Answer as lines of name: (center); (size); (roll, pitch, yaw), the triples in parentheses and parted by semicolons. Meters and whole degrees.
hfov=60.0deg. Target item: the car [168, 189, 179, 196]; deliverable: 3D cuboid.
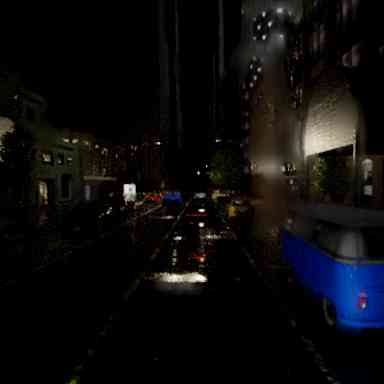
car: (-4.004, 0.070, 72.727); (1.967, 1.590, 4.097); (-1, 1, 1)

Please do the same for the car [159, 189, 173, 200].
car: (-4.385, 0.393, 56.162); (1.967, 1.590, 4.097); (-1, 1, 1)

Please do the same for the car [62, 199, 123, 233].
car: (-5.272, 1.282, 17.512); (1.947, 1.339, 4.313); (-1, 1, 1)

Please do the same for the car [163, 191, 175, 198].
car: (-4.255, 0.427, 61.686); (1.802, 1.307, 4.206); (-1, 1, 1)

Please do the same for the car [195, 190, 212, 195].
car: (1.004, 0.788, 38.819); (1.994, 1.385, 4.181); (-1, 1, 1)

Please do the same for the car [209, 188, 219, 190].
car: (3.871, 0.486, 50.620); (1.752, 1.417, 4.829); (-1, 1, 1)

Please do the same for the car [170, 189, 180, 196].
car: (-3.933, 0.088, 78.251); (1.947, 1.339, 4.313); (-1, 1, 1)

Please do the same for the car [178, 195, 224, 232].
car: (0.490, 1.154, 17.484); (1.837, 1.490, 4.892); (-1, 2, 2)

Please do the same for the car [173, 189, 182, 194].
car: (-3.781, -0.121, 87.925); (1.887, 1.381, 4.507); (-1, 1, 1)

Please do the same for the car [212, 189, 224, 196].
car: (3.613, 0.732, 39.408); (2.008, 1.369, 4.403); (-1, 1, 1)

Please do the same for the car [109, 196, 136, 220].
car: (-5.147, 1.047, 23.032); (1.967, 1.590, 4.097); (-1, 1, 1)

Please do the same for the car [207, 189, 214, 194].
car: (4.887, -0.211, 89.101); (1.802, 1.307, 4.206); (-1, 1, 1)

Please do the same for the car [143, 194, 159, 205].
car: (-4.764, 0.861, 39.600); (1.802, 1.307, 4.206); (-1, 1, 1)

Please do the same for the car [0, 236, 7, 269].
car: (-5.527, 1.481, 6.469); (1.887, 1.381, 4.507); (-1, 1, 1)

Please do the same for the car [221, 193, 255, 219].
car: (3.236, 1.032, 23.011); (1.752, 1.417, 4.829); (-1, 1, 1)

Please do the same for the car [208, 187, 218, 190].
car: (4.117, 0.063, 61.490); (2.192, 1.841, 5.009); (-1, 1, 1)

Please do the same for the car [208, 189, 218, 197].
car: (4.249, 0.185, 67.016); (1.887, 1.381, 4.507); (-1, 1, 1)

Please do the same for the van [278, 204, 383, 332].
van: (2.846, 1.180, 6.274); (1.690, 1.788, 3.998); (-1, 1, 1)

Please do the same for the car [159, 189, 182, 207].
car: (-2.134, 0.778, 36.874); (1.882, 1.535, 5.008); (-1, 1, 1)
